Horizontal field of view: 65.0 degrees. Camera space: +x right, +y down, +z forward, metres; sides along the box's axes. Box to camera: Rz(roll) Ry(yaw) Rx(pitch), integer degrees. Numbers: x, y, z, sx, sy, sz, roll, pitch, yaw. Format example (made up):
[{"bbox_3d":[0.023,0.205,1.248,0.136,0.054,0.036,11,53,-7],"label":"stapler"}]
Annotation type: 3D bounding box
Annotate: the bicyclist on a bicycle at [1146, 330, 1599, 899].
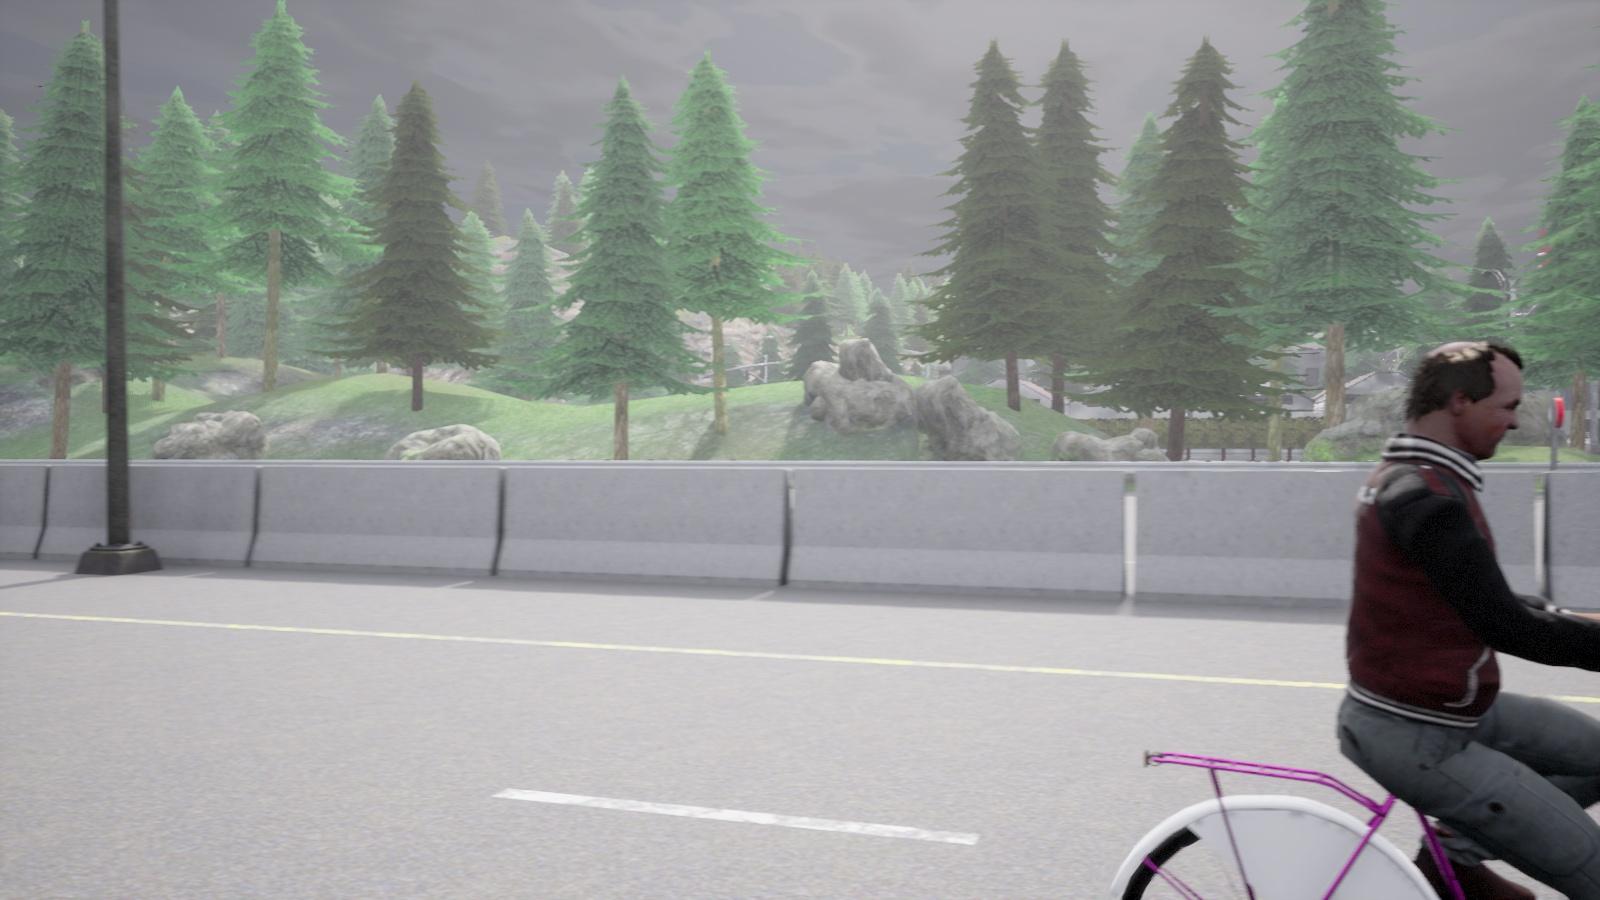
[{"bbox_3d":[1.695,0.661,2.621,1.843,1.776,0.659,0,1,19],"label":"bicyclist on a bicycle"}]
